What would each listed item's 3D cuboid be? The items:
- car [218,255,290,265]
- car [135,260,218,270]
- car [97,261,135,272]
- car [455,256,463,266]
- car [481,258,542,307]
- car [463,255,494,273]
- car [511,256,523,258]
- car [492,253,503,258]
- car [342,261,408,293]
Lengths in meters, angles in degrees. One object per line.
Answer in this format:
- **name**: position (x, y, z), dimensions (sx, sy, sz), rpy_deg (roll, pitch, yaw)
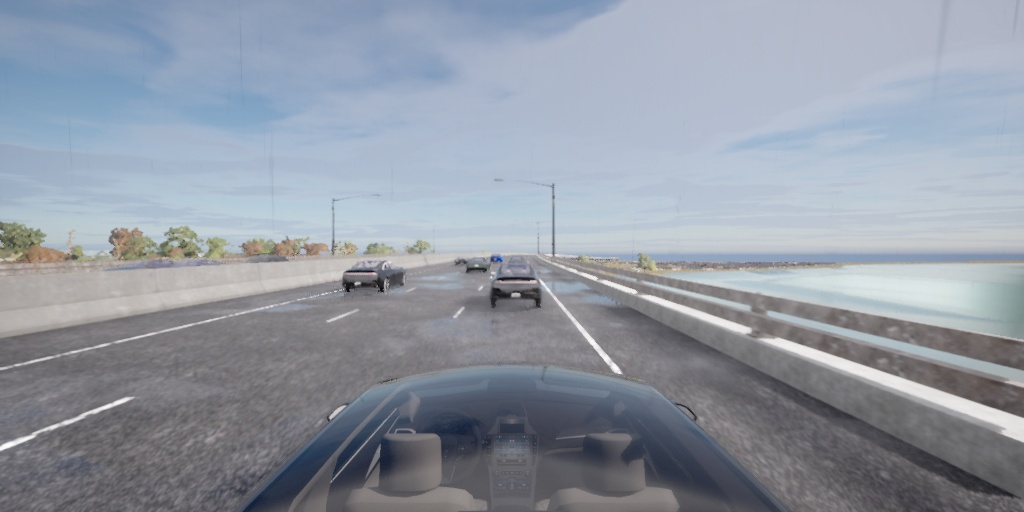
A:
- **car**: position (-17.422, 0.742, 24.996), dimensions (2.097, 1.767, 4.553), rpy_deg (0, 1, 1)
- **car**: position (-20.948, 0.963, 23.735), dimensions (2.033, 1.411, 5.357), rpy_deg (0, 1, 1)
- **car**: position (-24.440, 0.961, 24.197), dimensions (2.033, 1.411, 5.357), rpy_deg (0, 1, 1)
- **car**: position (-6.279, 0.613, 47.626), dimensions (1.895, 1.301, 4.718), rpy_deg (0, 1, 2)
- **car**: position (0.151, 1.030, 14.187), dimensions (2.128, 1.511, 4.902), rpy_deg (0, 1, 0)
- **car**: position (-3.089, 0.789, 33.695), dimensions (1.994, 1.385, 4.181), rpy_deg (0, 1, 1)
- **car**: position (0.553, 0.678, 40.387), dimensions (1.994, 1.385, 4.181), rpy_deg (0, 1, 1)
- **car**: position (-2.474, 0.328, 57.664), dimensions (1.882, 1.535, 5.008), rpy_deg (0, 1, 2)
- **car**: position (-6.811, 0.972, 18.294), dimensions (2.128, 1.511, 4.902), rpy_deg (0, 1, 1)
